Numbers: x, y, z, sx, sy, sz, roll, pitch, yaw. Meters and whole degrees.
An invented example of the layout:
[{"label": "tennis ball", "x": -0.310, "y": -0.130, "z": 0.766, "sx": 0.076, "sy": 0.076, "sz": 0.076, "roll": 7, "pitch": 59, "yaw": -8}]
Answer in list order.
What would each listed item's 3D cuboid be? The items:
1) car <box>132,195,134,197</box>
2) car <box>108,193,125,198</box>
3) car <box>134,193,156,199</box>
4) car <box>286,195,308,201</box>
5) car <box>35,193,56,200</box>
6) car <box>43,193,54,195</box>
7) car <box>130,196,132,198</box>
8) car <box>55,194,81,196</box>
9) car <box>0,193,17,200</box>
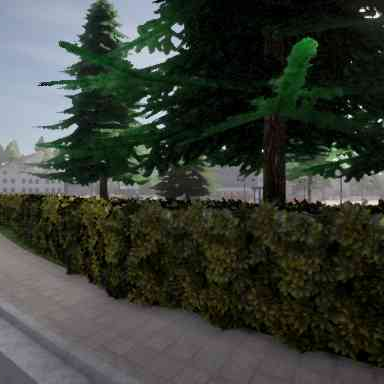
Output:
[{"label": "car", "x": -10.916, "y": 1.097, "z": 77.718, "sx": 4.605, "sy": 1.855, "sz": 1.932, "roll": 0, "pitch": 0, "yaw": -36}, {"label": "car", "x": -20.412, "y": 1.154, "z": 90.228, "sx": 5.027, "sy": 1.636, "sz": 2.152, "roll": 0, "pitch": 0, "yaw": -36}, {"label": "car", "x": -7.949, "y": 1.384, "z": 60.636, "sx": 3.806, "sy": 1.475, "sz": 1.970, "roll": 0, "pitch": 0, "yaw": -36}, {"label": "car", "x": 20.086, "y": 1.341, "z": 64.298, "sx": 2.097, "sy": 1.767, "sz": 4.553, "roll": 0, "pitch": 0, "yaw": -36}, {"label": "car", "x": -36.361, "y": 1.097, "z": 82.633, "sx": 4.605, "sy": 1.855, "sz": 1.932, "roll": 0, "pitch": 0, "yaw": -36}, {"label": "car", "x": -29.670, "y": 1.298, "z": 72.102, "sx": 4.514, "sy": 1.523, "sz": 2.007, "roll": 0, "pitch": 0, "yaw": -36}, {"label": "car", "x": -12.946, "y": 1.077, "z": 79.837, "sx": 3.866, "sy": 1.878, "sz": 1.905, "roll": 0, "pitch": 0, "yaw": -36}, {"label": "car", "x": -23.873, "y": 1.320, "z": 63.962, "sx": 3.633, "sy": 1.501, "sz": 1.845, "roll": 0, "pitch": 0, "yaw": -36}, {"label": "car", "x": -44.668, "y": 1.077, "z": 80.711, "sx": 3.866, "sy": 1.878, "sz": 1.905, "roll": 0, "pitch": 0, "yaw": -36}]
